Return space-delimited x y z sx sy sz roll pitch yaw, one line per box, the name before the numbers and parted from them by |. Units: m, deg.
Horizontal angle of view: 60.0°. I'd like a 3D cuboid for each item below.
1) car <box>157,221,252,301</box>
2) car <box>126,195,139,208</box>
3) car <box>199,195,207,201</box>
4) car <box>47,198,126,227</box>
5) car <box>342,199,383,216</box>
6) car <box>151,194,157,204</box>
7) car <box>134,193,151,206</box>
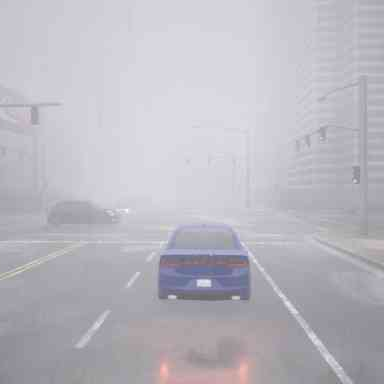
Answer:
car | 0.308 1.478 8.424 1.882 1.535 5.008 0 0 2
car | -9.143 1.564 46.176 1.994 1.385 4.181 0 0 2
car | 2.762 1.524 86.201 1.812 1.442 4.674 0 0 2
car | -7.113 1.352 22.289 4.553 1.767 2.097 0 0 2
car | 17.226 1.505 32.333 4.892 1.490 1.837 0 0 2
car | -8.421 1.547 66.200 2.033 1.411 5.357 0 0 3
car | -8.831 1.221 55.520 2.150 2.045 5.566 0 0 2
